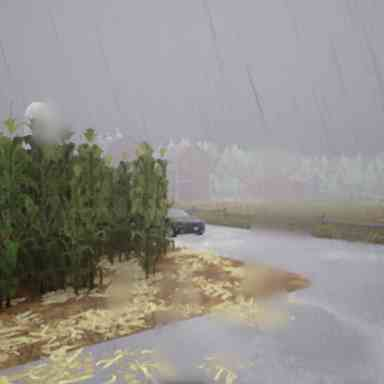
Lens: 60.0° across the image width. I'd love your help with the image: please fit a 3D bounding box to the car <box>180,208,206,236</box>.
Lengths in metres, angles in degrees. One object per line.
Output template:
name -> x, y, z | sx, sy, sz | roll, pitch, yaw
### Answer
car -> -1.234, 1.552, 18.311 | 1.882, 1.535, 5.008 | 0, -1, -35
